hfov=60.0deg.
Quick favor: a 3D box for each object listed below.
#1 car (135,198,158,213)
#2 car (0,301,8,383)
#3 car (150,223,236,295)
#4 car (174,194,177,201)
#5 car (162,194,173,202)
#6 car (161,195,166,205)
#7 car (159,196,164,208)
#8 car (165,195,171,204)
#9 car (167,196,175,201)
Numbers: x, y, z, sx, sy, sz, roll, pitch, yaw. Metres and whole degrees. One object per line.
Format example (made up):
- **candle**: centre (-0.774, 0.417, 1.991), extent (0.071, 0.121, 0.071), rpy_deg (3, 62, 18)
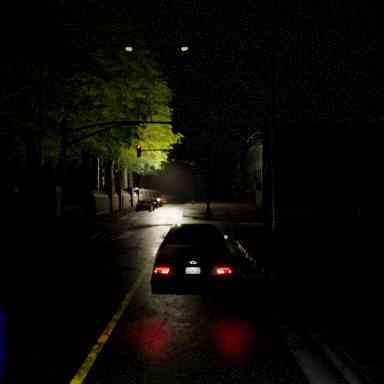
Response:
- **car**: centre (-5.397, 1.583, 38.161), extent (2.008, 1.369, 4.403), rpy_deg (1, 0, 0)
- **car**: centre (-2.825, 1.478, 1.339), extent (1.882, 1.535, 5.008), rpy_deg (0, 0, 0)
- **car**: centre (0.044, 1.551, 8.866), extent (2.033, 1.411, 5.357), rpy_deg (0, 0, 1)
- **car**: centre (-5.597, 1.615, 83.448), extent (1.967, 1.590, 4.097), rpy_deg (1, 0, 0)
- **car**: centre (-5.511, 1.419, 67.098), extent (2.192, 1.841, 5.009), rpy_deg (1, 0, 0)
- **car**: centre (-5.434, 1.621, 50.747), extent (1.947, 1.339, 4.313), rpy_deg (1, 0, 0)
- **car**: centre (-5.406, 1.595, 45.297), extent (2.008, 1.369, 4.403), rpy_deg (1, 0, 0)
- **car**: centre (-5.489, 1.667, 61.647), extent (1.802, 1.307, 4.206), rpy_deg (1, 0, 0)
- **car**: centre (-5.626, 1.728, 88.728), extent (1.752, 1.417, 4.829), rpy_deg (1, 0, 0)
